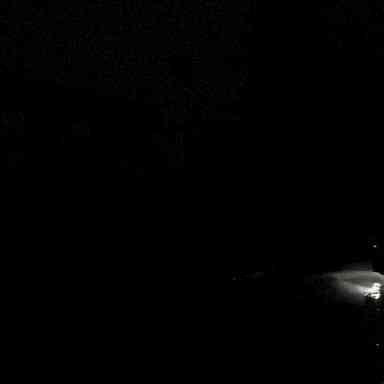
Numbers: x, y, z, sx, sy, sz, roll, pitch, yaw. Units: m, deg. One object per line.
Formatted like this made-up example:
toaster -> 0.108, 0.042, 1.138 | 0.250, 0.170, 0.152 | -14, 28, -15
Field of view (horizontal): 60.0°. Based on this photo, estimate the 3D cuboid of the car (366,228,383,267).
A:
car -> 7.180, 1.643, 10.699 | 1.994, 1.385, 4.181 | 0, -1, 44
